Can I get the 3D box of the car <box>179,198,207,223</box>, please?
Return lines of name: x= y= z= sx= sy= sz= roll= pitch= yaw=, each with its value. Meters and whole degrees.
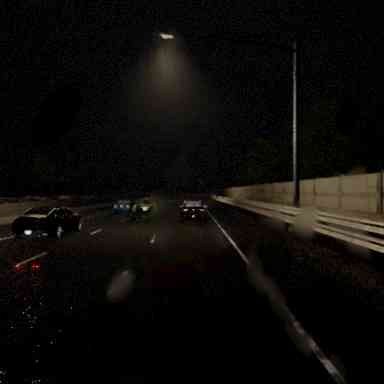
car: x=0.104 y=1.423 z=24.659 sx=2.128 sy=1.511 sz=4.902 roll=0 pitch=0 yaw=0

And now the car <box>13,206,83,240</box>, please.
car: x=-6.898 y=1.439 z=16.425 sx=1.837 sy=1.490 sz=4.892 roll=0 pitch=0 yaw=0

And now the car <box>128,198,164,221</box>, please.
car: x=-3.397 y=1.282 z=26.194 sx=2.097 sy=1.767 sz=4.553 roll=0 pitch=0 yaw=0

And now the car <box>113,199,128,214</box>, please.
car: x=-6.896 y=1.480 z=35.080 sx=2.033 sy=1.411 sz=5.357 roll=0 pitch=0 yaw=0
